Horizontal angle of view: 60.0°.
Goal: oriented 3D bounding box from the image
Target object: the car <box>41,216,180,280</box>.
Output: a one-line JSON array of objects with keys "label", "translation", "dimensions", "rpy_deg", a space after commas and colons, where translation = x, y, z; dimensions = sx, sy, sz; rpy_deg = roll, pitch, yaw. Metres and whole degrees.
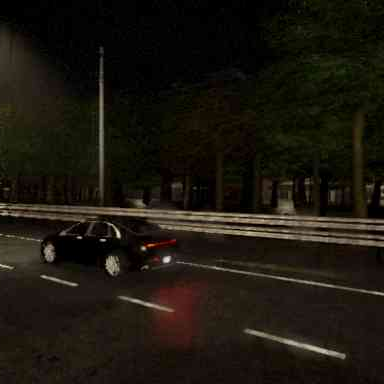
[{"label": "car", "translation": [-2.621, 1.504, 10.042], "dimensions": [4.892, 1.490, 1.837], "rpy_deg": [0, 0, 36]}]
